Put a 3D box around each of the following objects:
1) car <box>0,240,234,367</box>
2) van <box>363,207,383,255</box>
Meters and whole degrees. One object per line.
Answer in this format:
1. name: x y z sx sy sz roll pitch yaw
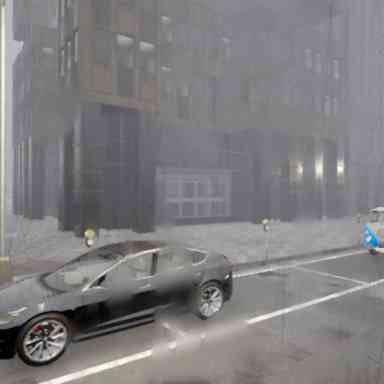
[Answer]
1. car: -1.181 1.581 5.811 4.313 1.339 1.947 0 0 -36
2. van: 7.995 1.426 12.362 3.998 1.788 1.690 0 0 -36
